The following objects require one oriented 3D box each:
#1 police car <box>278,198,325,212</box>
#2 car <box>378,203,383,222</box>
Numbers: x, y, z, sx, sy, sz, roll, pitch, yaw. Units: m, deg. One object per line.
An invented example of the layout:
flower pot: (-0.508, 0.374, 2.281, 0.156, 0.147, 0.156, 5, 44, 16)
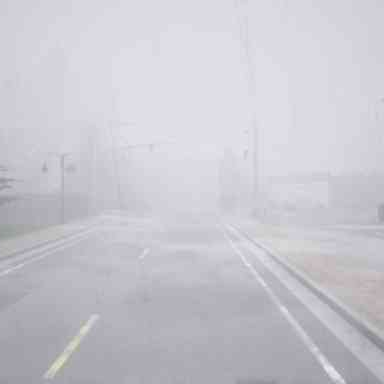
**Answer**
police car: (12.608, 1.542, 38.548, 4.974, 1.542, 2.038, 0, 0, 1)
car: (14.199, 1.359, 22.011, 2.007, 1.523, 4.514, 0, 0, 0)
